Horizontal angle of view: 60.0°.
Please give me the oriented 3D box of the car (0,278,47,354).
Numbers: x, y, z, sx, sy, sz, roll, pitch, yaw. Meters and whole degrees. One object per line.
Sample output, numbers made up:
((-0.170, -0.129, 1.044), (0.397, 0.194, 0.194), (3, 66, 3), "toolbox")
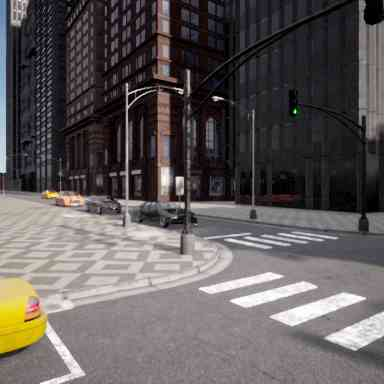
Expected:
((-4.251, 1.526, 3.616), (4.829, 1.417, 1.752), (0, 0, -35), "car")

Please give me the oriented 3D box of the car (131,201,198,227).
((-1.863, 1.234, 20.274), (2.033, 1.411, 5.357), (0, 1, -36), "car")

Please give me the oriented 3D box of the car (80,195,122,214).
((-7.578, 1.010, 28.218), (1.837, 1.490, 4.892), (0, 1, -36), "car")

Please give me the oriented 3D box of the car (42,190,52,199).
((-24.392, 0.419, 57.048), (1.882, 1.535, 5.008), (0, 1, -36), "car")

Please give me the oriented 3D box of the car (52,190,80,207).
((-13.428, 0.679, 36.354), (2.097, 1.767, 4.553), (0, 1, -35), "car")
